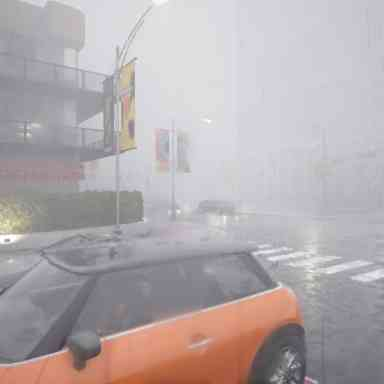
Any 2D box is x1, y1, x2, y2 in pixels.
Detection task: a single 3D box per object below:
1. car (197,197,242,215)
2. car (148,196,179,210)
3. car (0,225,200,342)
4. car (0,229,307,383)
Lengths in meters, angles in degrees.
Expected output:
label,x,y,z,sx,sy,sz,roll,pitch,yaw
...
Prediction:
label,x,y,z,sx,sy,sz,roll,pitch,yaw
car,2.421,1.505,33.824,1.837,1.490,4.892,0,0,-35
car,-3.354,1.564,42.093,1.994,1.385,4.181,0,0,-35
car,-2.099,1.564,6.794,4.181,1.385,1.994,0,0,-35
car,-0.945,1.351,3.318,4.553,1.767,2.097,0,0,-35
